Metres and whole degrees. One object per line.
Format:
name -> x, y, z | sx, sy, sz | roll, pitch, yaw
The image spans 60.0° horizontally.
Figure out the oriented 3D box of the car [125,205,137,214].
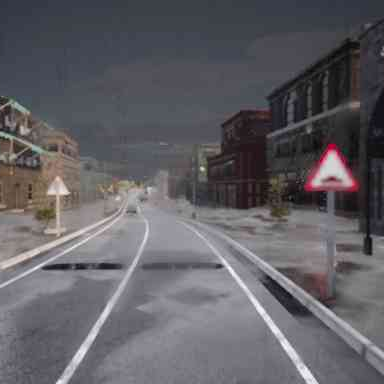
car -> -10.519, 3.085, 57.923 | 1.837, 1.490, 4.892 | 0, -1, -9
